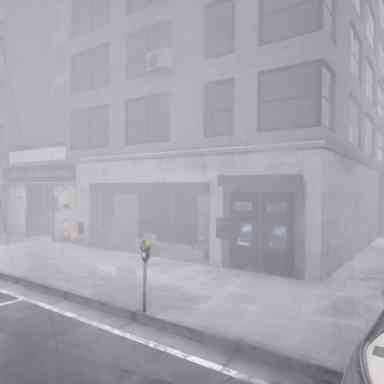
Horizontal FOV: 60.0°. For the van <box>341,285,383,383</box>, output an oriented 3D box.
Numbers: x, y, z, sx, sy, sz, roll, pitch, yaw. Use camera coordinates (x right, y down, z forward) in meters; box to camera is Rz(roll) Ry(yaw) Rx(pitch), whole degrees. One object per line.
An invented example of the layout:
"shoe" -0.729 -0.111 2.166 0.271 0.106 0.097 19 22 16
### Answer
"van" 2.592 1.342 1.095 3.998 1.788 1.690 0 1 36
